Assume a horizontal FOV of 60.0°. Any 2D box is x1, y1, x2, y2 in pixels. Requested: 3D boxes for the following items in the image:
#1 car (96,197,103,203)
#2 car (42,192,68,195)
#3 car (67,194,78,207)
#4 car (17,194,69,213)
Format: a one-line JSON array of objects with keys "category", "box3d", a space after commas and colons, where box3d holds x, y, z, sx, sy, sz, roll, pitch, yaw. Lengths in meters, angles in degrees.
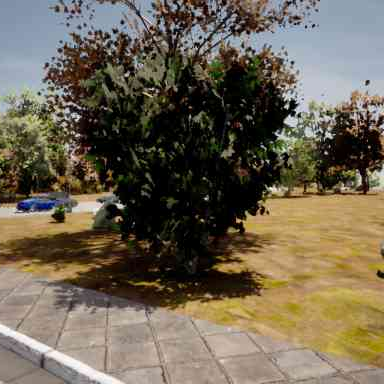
[{"category": "car", "box3d": [-12.858, 0.971, 54.024, 2.033, 1.411, 5.357, 0, 3, 39]}, {"category": "car", "box3d": [-19.565, 1.060, 45.758, 2.150, 2.045, 5.566, 0, 2, 39]}, {"category": "car", "box3d": [-17.022, 1.400, 43.329, 1.994, 1.385, 4.181, 0, 2, 39]}, {"category": "car", "box3d": [-16.961, 1.418, 37.513, 1.882, 1.535, 5.008, 0, 1, 39]}]
